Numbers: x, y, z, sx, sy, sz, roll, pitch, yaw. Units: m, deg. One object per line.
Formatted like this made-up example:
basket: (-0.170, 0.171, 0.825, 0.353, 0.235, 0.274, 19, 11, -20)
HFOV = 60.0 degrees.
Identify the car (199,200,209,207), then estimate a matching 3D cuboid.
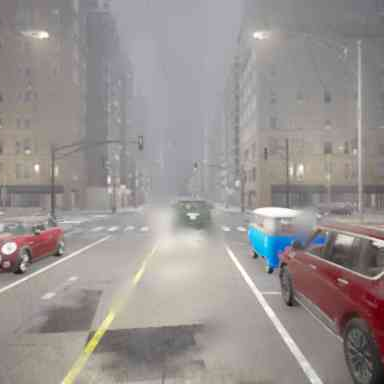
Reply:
car: (2.318, 2.279, 65.893, 1.802, 1.307, 4.206, 0, -1, -1)

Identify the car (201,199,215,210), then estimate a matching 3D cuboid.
car: (2.567, 2.013, 54.588, 1.967, 1.590, 4.097, 0, -1, -1)

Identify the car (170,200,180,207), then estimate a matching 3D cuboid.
car: (-3.631, 2.295, 69.924, 1.994, 1.385, 4.181, 0, -1, -1)

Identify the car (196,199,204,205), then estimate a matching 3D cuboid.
car: (1.942, 2.447, 82.849, 1.887, 1.381, 4.507, 0, -1, -1)

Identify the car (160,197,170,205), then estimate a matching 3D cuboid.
car: (-6.581, 2.216, 82.677, 2.192, 1.841, 5.009, 0, -1, -1)

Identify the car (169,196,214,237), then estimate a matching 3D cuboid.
car: (-0.032, 1.417, 19.580, 2.150, 2.045, 5.566, 0, -1, -2)

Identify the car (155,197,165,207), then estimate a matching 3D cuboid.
car: (-6.206, 2.136, 65.715, 1.967, 1.590, 4.097, 0, -1, -1)

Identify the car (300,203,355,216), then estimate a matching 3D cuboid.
car: (15.179, 1.916, 37.507, 5.357, 1.411, 2.033, 0, -1, 0)

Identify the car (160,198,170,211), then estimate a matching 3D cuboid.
car: (-3.265, 2.020, 50.545, 2.128, 1.511, 4.902, 0, -1, -1)

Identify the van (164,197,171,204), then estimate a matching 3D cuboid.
van: (-6.831, 2.397, 93.987, 1.690, 1.788, 3.998, 0, -1, -1)

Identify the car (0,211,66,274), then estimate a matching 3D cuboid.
car: (-5.669, 1.549, 10.694, 1.967, 1.590, 4.097, 0, -1, 0)

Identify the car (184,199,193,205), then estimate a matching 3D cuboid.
car: (-0.848, 2.413, 79.830, 1.994, 1.385, 4.181, 0, -1, -1)

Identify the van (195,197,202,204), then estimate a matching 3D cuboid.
van: (1.817, 2.321, 88.505, 1.690, 1.788, 3.998, 0, -1, -1)

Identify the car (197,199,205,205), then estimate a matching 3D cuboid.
car: (2.068, 2.410, 77.196, 1.802, 1.307, 4.206, 0, -1, -1)

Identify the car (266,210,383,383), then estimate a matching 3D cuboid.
car: (2.858, 1.368, 5.179, 2.192, 1.841, 5.009, 0, -1, 0)

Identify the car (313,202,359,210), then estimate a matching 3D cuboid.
car: (15.036, 1.824, 34.257, 4.902, 1.511, 2.128, 0, -1, 0)

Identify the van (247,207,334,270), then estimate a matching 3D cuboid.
van: (2.857, 1.449, 10.702, 1.690, 1.788, 3.998, 0, -1, 0)

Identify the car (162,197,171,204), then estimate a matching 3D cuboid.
car: (-6.706, 2.293, 88.332, 2.192, 1.841, 5.009, 0, -1, -1)

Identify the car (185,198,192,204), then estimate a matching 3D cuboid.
car: (-1.068, 2.450, 89.863, 1.882, 1.535, 5.008, 0, -1, -1)
